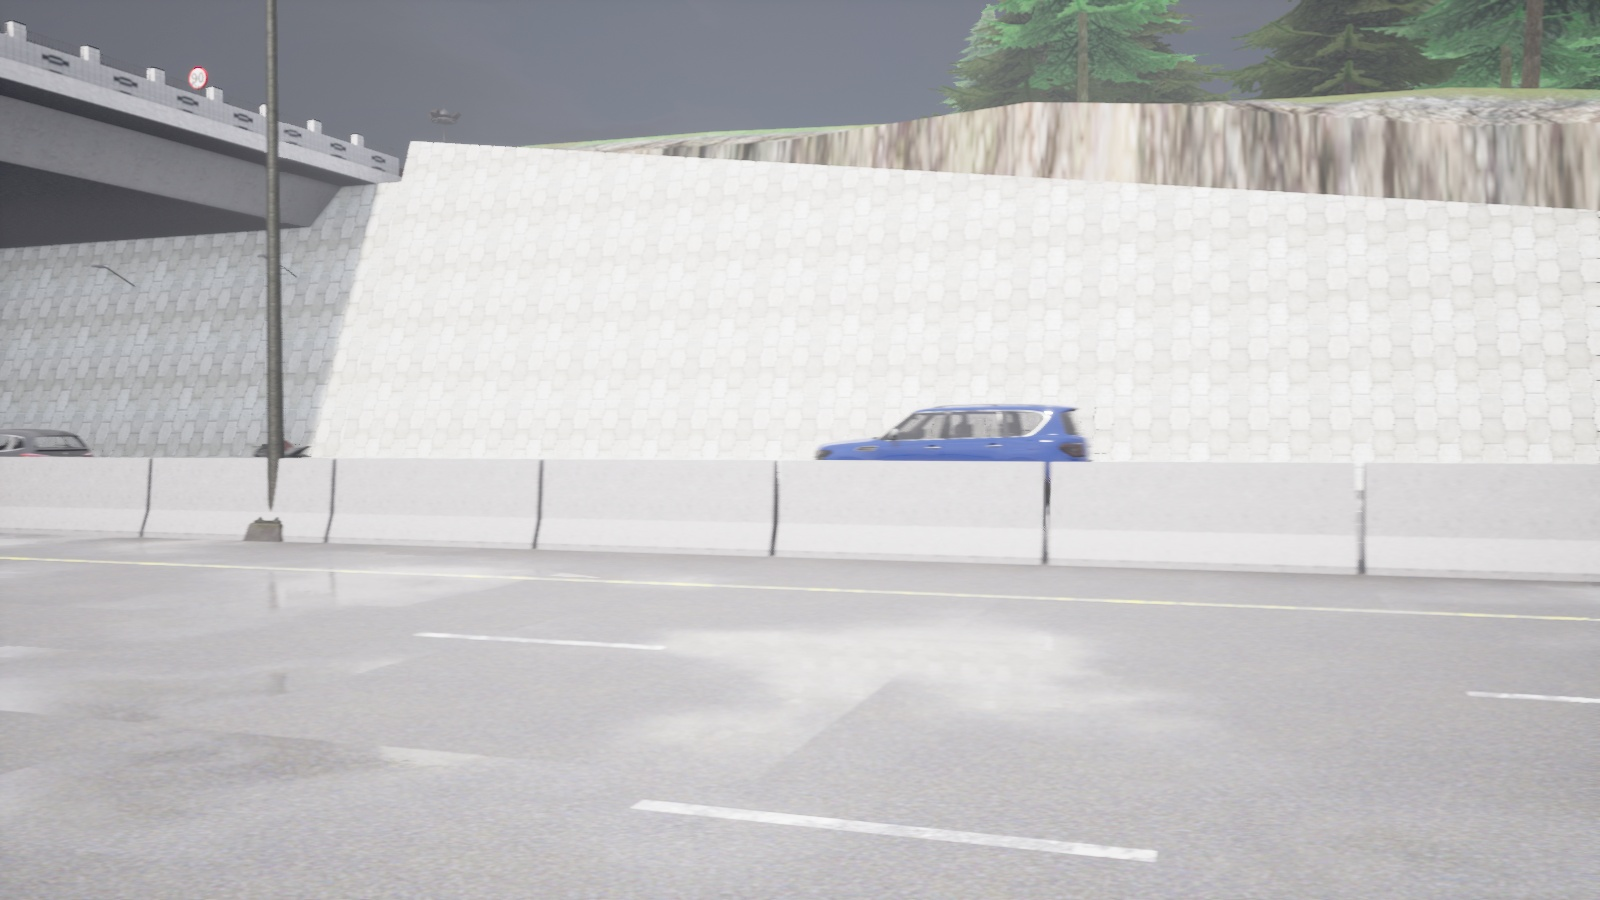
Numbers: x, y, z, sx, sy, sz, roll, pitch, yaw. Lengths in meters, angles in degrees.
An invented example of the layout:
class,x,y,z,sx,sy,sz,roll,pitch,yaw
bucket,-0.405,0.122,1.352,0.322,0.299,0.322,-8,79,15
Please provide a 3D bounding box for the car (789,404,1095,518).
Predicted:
class,x,y,z,sx,sy,sz,roll,pitch,yaw
car,2.780,0.165,24.408,5.566,2.045,2.150,1,1,19

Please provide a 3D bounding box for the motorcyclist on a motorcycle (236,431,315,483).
class,x,y,z,sx,sy,sz,roll,pitch,yaw
motorcyclist on a motorcycle,-15.913,0.192,38.085,2.191,1.530,0.866,0,1,19

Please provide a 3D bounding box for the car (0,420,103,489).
class,x,y,z,sx,sy,sz,roll,pitch,yaw
car,-20.665,0.076,32.300,4.611,1.667,2.242,1,1,19
